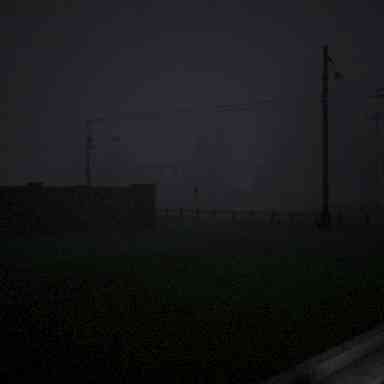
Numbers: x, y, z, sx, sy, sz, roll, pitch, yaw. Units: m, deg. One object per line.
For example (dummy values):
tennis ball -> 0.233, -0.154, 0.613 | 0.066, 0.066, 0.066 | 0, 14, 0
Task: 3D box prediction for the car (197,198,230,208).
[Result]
car -> 3.052, 1.531, 47.150 | 4.674, 1.442, 1.812 | 0, 0, 15
